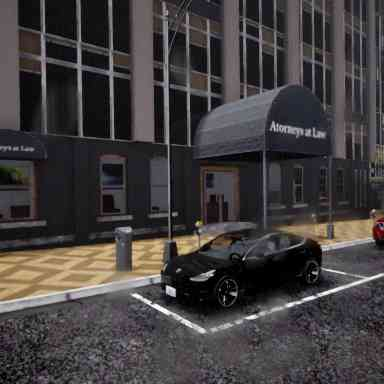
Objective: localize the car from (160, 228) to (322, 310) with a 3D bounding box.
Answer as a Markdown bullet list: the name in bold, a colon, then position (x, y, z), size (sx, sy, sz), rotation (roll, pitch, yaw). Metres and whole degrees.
- **car**: position (1.325, 1.564, 7.805), size (4.313, 1.339, 1.947), rotation (0, -1, -37)

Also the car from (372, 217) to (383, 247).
- **car**: position (9.603, 1.310, 14.003), size (5.009, 1.841, 2.192), rotation (0, -1, -37)
